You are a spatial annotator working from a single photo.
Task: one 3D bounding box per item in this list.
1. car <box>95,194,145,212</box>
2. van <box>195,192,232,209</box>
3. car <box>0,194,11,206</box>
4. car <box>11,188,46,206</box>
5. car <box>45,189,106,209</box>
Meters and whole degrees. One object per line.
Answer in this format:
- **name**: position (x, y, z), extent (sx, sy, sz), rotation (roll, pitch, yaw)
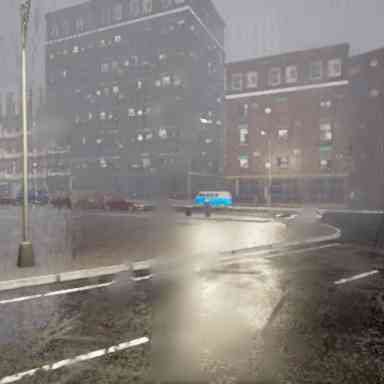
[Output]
- **car**: position (-6.314, 1.095, 30.425), extent (4.206, 1.307, 1.802), rotation (1, 0, 24)
- **van**: position (2.328, 0.857, 35.765), extent (3.998, 1.788, 1.690), rotation (1, 0, 24)
- **car**: position (-21.766, 0.817, 37.271), extent (4.507, 1.381, 1.887), rotation (1, 0, 24)
- **car**: position (-17.623, 0.518, 38.258), extent (5.566, 2.045, 2.150), rotation (1, 1, 24)
- **car**: position (-11.458, 0.749, 32.707), extent (5.009, 1.841, 2.192), rotation (1, 0, 24)
